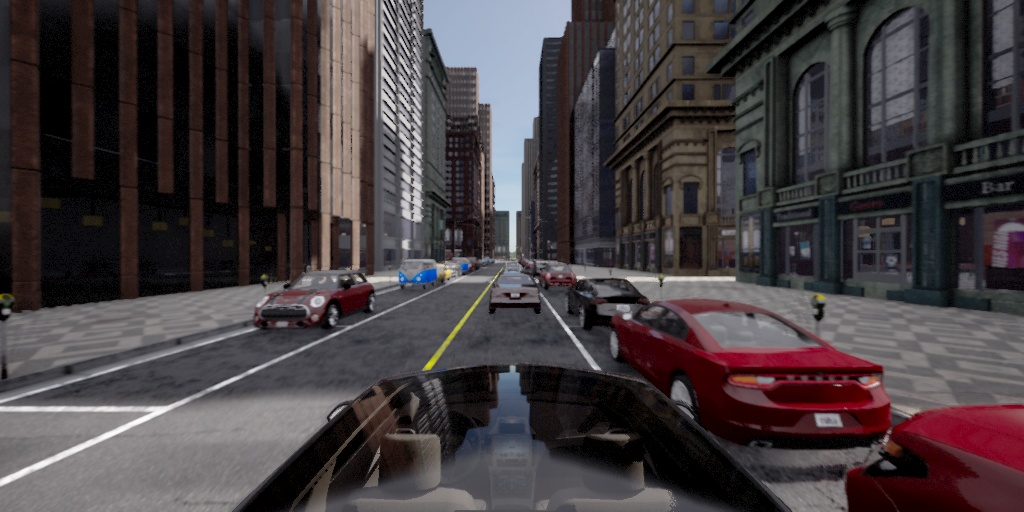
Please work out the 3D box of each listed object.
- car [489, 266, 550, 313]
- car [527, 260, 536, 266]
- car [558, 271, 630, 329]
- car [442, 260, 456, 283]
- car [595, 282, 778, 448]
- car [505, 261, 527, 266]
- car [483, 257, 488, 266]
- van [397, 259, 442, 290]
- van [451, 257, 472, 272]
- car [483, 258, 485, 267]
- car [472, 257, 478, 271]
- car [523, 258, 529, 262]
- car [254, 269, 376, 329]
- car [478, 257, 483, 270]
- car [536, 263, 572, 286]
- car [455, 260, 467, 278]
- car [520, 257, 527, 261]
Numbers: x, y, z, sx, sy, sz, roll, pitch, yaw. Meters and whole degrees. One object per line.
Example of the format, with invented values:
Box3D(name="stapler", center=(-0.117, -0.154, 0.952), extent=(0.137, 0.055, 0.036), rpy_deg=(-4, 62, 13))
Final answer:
Box3D(name="car", center=(0.098, 1.292, 13.938), extent=(2.033, 1.411, 5.357), rpy_deg=(0, 0, 0))
Box3D(name="car", center=(2.759, 1.303, 33.538), extent=(1.948, 1.339, 4.313), rpy_deg=(0, 0, 0))
Box3D(name="car", center=(2.761, 1.311, 10.994), extent=(1.948, 1.339, 4.313), rpy_deg=(0, 0, 0))
Box3D(name="car", center=(-5.766, 1.264, 27.724), extent=(1.751, 1.417, 4.829), rpy_deg=(0, 0, 0))
Box3D(name="car", center=(2.762, 1.293, 5.358), extent=(1.888, 1.381, 4.507), rpy_deg=(0, 0, 0))
Box3D(name="car", center=(0.096, 1.339, 32.215), extent=(1.895, 1.301, 4.718), rpy_deg=(0, 0, 0))
Box3D(name="car", center=(-5.769, 1.303, 61.714), extent=(1.948, 1.339, 4.313), rpy_deg=(0, 0, 0))
Box3D(name="van", center=(-5.765, 1.081, 22.258), extent=(1.690, 1.789, 3.998), rpy_deg=(0, 0, 0))
Box3D(name="van", center=(-5.767, 1.078, 39.167), extent=(1.690, 1.789, 3.998), rpy_deg=(0, 0, 0))
Box3D(name="car", center=(-5.769, 1.302, 56.077), extent=(1.948, 1.339, 4.313), rpy_deg=(0, 0, 0))
Box3D(name="car", center=(-5.768, 1.177, 44.803), extent=(1.967, 1.591, 4.097), rpy_deg=(0, 0, 0))
Box3D(name="car", center=(2.757, 1.319, 50.447), extent=(1.802, 1.307, 4.207), rpy_deg=(0, 0, 0))
Box3D(name="car", center=(-5.764, 1.185, 10.985), extent=(1.967, 1.591, 4.097), rpy_deg=(0, 0, 0))
Box3D(name="car", center=(-5.768, 1.052, 50.441), extent=(2.192, 1.841, 5.009), rpy_deg=(0, 0, 0))
Box3D(name="car", center=(2.760, 1.180, 22.266), extent=(1.967, 1.591, 4.097), rpy_deg=(0, 0, 0))
Box3D(name="car", center=(-5.766, 1.288, 33.530), extent=(2.007, 1.370, 4.403), rpy_deg=(0, 0, 0))
Box3D(name="car", center=(2.756, 1.319, 61.720), extent=(1.802, 1.307, 4.207), rpy_deg=(0, 0, 0))
